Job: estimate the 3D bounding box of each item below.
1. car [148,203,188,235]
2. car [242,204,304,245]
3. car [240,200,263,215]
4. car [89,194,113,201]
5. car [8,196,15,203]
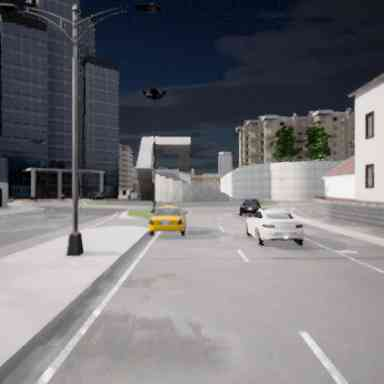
[{"bbox_3d":[-1.223,1.384,18.031,1.801,1.575,5.366,0,0,0],"label":"car"},{"bbox_3d":[3.605,1.466,14.989,1.812,1.442,4.674,0,0,0],"label":"car"},{"bbox_3d":[5.678,1.439,31.273,1.994,1.385,4.181,0,0,16],"label":"car"},{"bbox_3d":[-20.417,1.244,74.866,2.033,1.411,5.357,0,0,36],"label":"car"},{"bbox_3d":[-34.336,1.119,60.027,4.553,1.767,2.097,0,0,16],"label":"car"}]
